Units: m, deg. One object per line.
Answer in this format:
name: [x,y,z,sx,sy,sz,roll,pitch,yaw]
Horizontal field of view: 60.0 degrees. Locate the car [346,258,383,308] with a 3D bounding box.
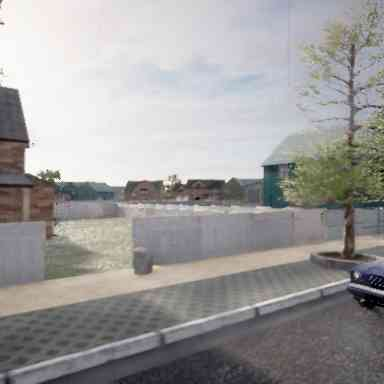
car: [5.204,1.629,6.779,4.718,1.301,1.895,0,0,-35]
